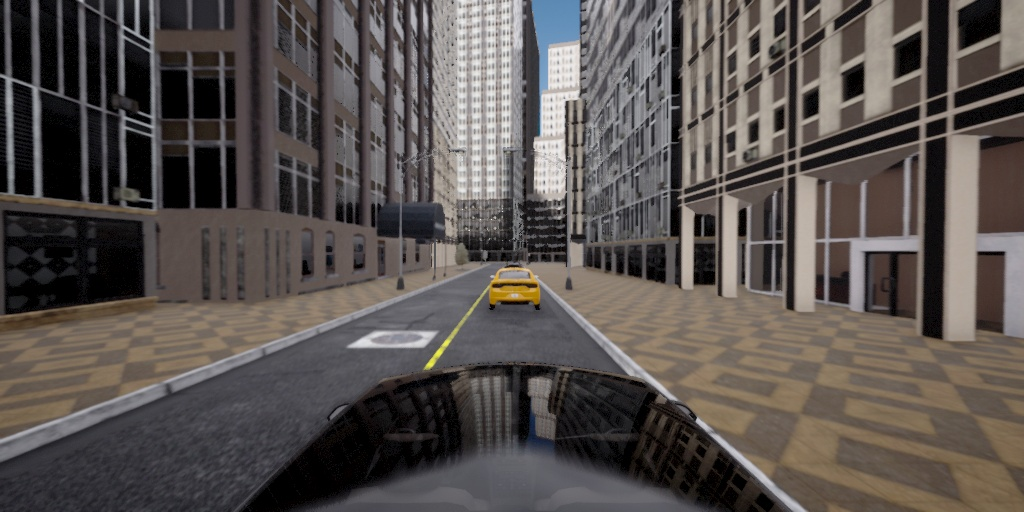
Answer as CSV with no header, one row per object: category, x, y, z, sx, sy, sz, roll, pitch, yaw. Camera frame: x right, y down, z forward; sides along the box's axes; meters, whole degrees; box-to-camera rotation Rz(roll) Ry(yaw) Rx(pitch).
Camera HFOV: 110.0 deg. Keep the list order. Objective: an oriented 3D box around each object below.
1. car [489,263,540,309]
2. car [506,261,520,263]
car,0.099,1.226,14.971,1.882,1.535,5.008,0,0,0
car,0.096,1.257,35.644,1.837,1.490,4.892,0,0,0
